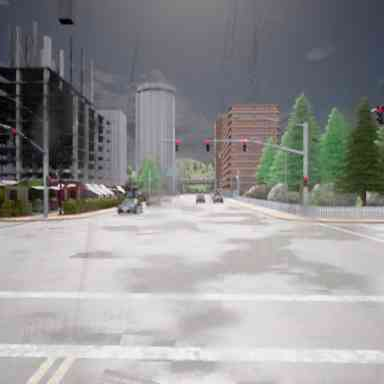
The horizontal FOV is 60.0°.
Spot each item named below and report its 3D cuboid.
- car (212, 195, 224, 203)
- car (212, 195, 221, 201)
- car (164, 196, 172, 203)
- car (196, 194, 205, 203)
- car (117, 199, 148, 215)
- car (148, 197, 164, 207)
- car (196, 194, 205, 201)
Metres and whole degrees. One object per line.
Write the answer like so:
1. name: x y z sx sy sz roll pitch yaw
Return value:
1. car: 5.203 1.471 65.757 1.812 1.442 4.674 0 0 1
2. car: 5.418 1.359 74.653 1.895 1.301 4.718 0 0 1
3. car: -5.223 1.471 69.066 1.812 1.442 4.674 0 0 1
4. car: 1.697 1.546 65.523 1.895 1.301 4.718 0 0 1
5. car: -6.177 1.463 33.485 2.128 1.511 4.902 0 0 1
6. car: -5.773 1.483 50.066 1.812 1.442 4.674 0 0 2
7. car: 1.918 1.264 74.708 1.837 1.490 4.892 0 0 1
